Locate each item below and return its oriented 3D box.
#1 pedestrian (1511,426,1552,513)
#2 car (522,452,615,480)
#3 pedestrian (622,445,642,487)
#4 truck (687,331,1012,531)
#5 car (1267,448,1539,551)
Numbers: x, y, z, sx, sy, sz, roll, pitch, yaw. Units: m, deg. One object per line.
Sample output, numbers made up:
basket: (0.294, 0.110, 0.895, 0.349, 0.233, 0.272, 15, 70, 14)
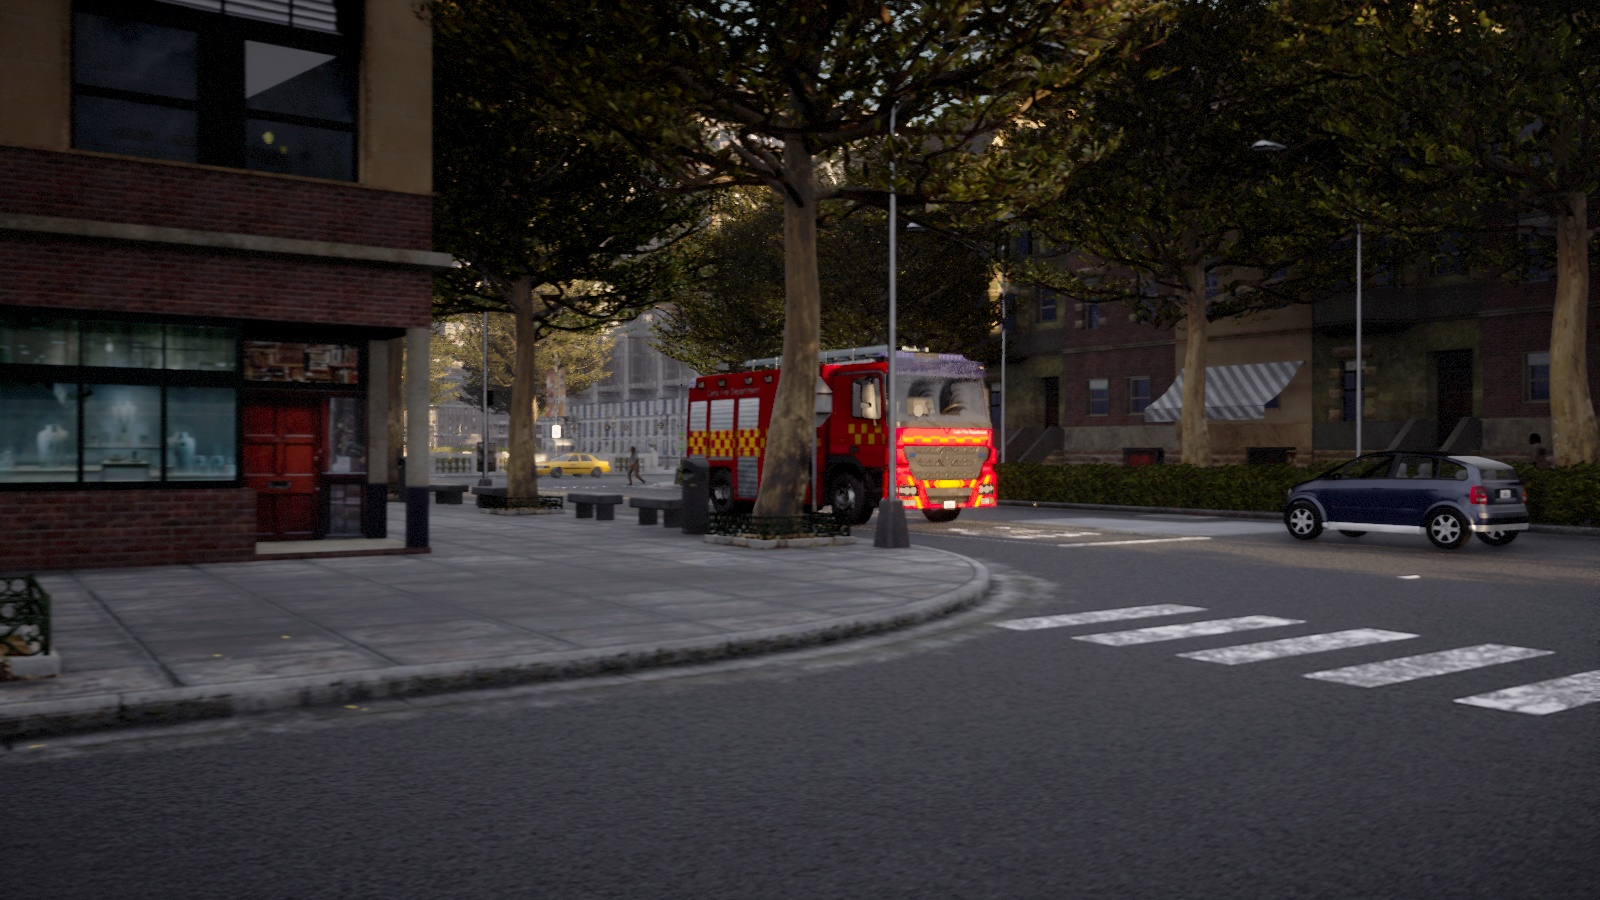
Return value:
pedestrian: (16.462, 0.427, 28.257, 0.396, 1.930, 0.692, 0, 0, -23)
car: (-13.200, 0.879, 71.857, 1.801, 1.575, 5.366, 0, 0, 39)
pedestrian: (-7.439, 0.696, 55.646, 0.694, 1.848, 0.540, 0, 0, -34)
truck: (0.766, -0.357, 28.348, 2.891, 3.827, 8.468, 0, 0, -34)
car: (9.962, 0.748, 20.991, 1.789, 1.549, 3.705, 0, 0, -34)
